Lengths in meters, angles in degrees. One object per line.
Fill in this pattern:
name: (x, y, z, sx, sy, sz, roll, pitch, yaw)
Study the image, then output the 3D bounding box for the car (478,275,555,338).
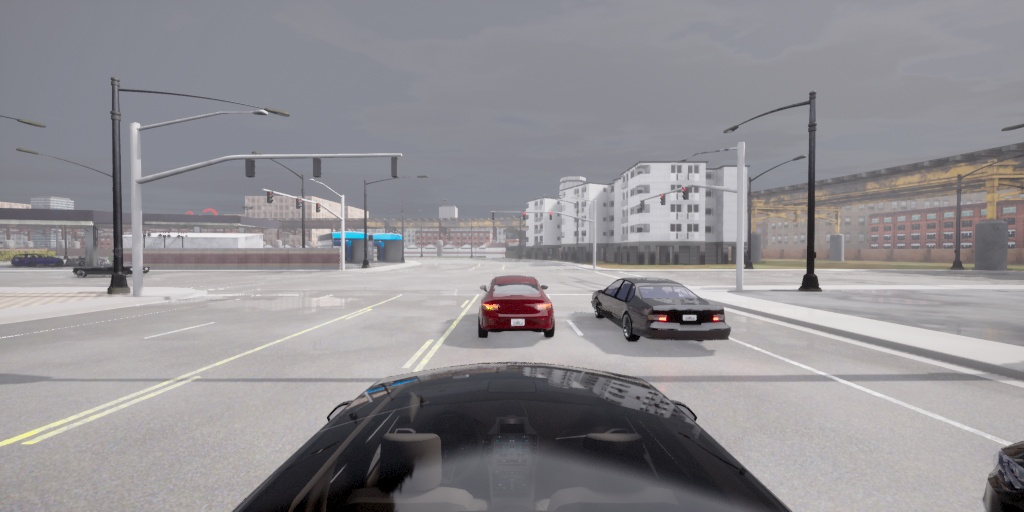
car: (0.067, 1.256, 10.026, 1.812, 1.442, 4.674, 0, 0, -1)

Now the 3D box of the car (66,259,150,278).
car: (-33.741, 1.136, 30.202, 4.718, 1.301, 1.895, 0, 1, -1)

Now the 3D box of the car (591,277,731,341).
car: (3.578, 1.283, 9.743, 2.033, 1.411, 5.357, 0, 0, 0)
